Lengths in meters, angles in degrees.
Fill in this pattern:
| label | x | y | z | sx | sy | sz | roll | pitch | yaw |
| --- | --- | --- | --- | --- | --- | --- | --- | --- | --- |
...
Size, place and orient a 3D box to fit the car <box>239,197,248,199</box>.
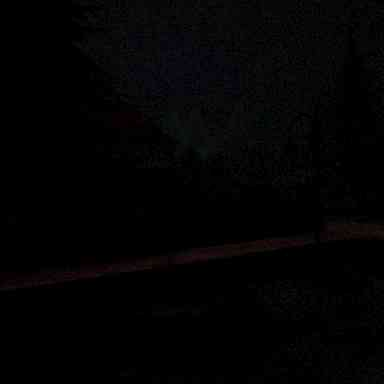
| label | x | y | z | sx | sy | sz | roll | pitch | yaw |
| --- | --- | --- | --- | --- | --- | --- | --- | --- | --- |
| car | 5.271 | 1.340 | 33.555 | 1.837 | 1.490 | 4.892 | 0 | 1 | -36 |
